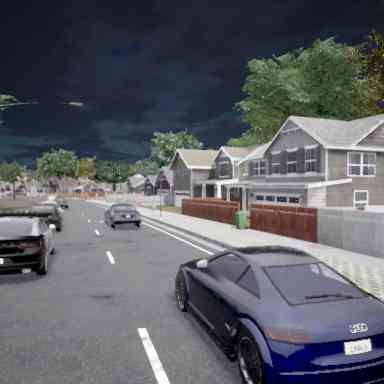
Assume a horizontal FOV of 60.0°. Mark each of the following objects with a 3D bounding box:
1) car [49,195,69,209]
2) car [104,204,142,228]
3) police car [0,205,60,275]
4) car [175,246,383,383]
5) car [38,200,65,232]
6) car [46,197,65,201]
[{"bbox_3d":[-16.860,1.419,42.577,2.033,1.411,5.357,0,0,-24],"label":"car"},{"bbox_3d":[-4.692,1.503,22.140,2.033,1.411,5.357,0,0,-20],"label":"car"},{"bbox_3d":[-5.343,1.413,10.194,1.930,1.638,5.238,0,0,-19],"label":"police car"},{"bbox_3d":[1.102,1.560,5.337,1.994,1.385,4.181,0,0,-18],"label":"car"},{"bbox_3d":[-8.652,1.468,19.533,1.837,1.490,4.892,0,0,-20],"label":"car"},{"bbox_3d":[-10.849,1.397,25.332,1.801,1.575,5.366,0,0,-21],"label":"car"}]
